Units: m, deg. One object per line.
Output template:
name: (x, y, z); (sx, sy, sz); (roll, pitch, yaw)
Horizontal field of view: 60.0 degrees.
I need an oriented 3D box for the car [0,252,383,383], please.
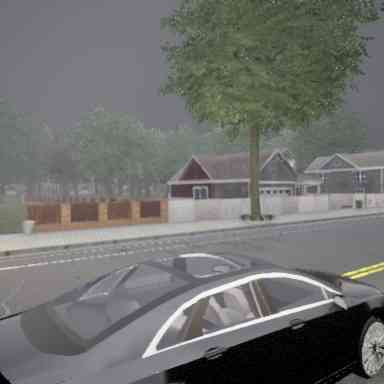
car: (0.424, 1.462, 3.761); (4.902, 1.511, 2.128); (-1, 0, -36)
